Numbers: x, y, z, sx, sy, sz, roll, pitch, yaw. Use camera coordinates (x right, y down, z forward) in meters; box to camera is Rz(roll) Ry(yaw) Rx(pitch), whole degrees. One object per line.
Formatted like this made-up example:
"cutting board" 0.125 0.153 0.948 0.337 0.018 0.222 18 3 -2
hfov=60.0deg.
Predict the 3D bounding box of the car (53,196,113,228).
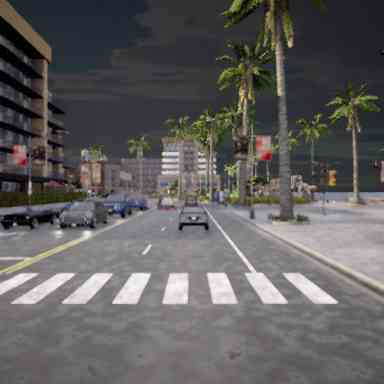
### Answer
"car" -6.998 1.357 21.947 2.097 1.767 4.553 0 0 0

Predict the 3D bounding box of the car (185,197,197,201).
"car" -0.189 1.503 49.781 2.128 1.511 4.902 0 0 -4

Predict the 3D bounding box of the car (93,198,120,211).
"car" -10.497 1.557 41.374 2.033 1.411 5.357 0 0 0

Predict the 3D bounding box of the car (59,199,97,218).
"car" -10.497 1.485 31.076 1.882 1.535 5.008 0 0 0

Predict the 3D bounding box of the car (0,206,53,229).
"car" -10.498 1.606 21.932 1.895 1.301 4.718 0 0 0

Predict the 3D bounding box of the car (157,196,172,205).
"car" -4.918 1.505 59.131 2.128 1.511 4.902 0 0 -12

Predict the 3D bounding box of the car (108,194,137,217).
"car" -6.997 1.229 31.287 2.150 2.045 5.566 0 0 0

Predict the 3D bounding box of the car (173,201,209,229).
"car" 0.102 1.552 21.384 2.033 1.411 5.357 0 0 0

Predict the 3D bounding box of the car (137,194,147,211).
"car" -7.001 1.231 42.036 2.150 2.045 5.566 0 0 0

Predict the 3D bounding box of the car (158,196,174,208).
"car" -3.648 1.537 49.290 1.812 1.442 4.674 0 0 -4
